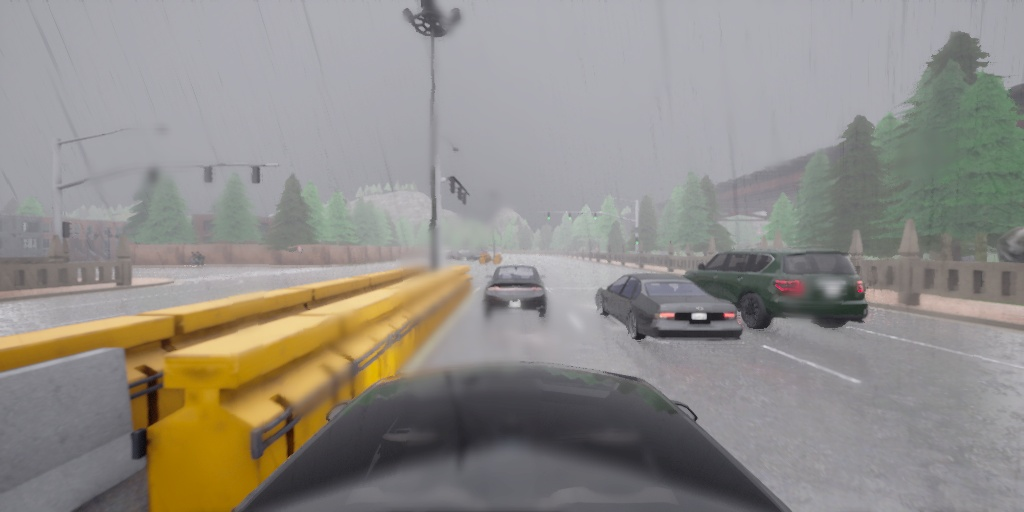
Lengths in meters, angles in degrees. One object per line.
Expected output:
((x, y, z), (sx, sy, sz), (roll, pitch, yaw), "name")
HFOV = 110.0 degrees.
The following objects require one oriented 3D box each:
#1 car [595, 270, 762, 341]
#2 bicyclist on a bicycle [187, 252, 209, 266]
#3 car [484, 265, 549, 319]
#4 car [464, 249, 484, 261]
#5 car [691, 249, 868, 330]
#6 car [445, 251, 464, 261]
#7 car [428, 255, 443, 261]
((3.607, 1.157, 9.360), (2.033, 1.411, 5.357), (0, 1, 1), "car")
((-35.210, 0.340, 40.386), (1.656, 1.620, 0.582), (-1, 1, -30), "bicyclist on a bicycle")
((0.136, 1.055, 11.887), (2.128, 1.511, 4.902), (0, 1, 1), "car")
((-6.633, -0.030, 63.630), (2.097, 1.767, 4.553), (0, 1, 1), "car")
((7.122, 0.808, 10.618), (2.150, 2.045, 5.566), (0, 1, 1), "car")
((-10.133, -0.030, 63.652), (2.097, 1.767, 4.553), (0, 1, 1), "car")
((-13.626, 0.138, 63.925), (1.812, 1.442, 4.674), (0, 1, 1), "car")
